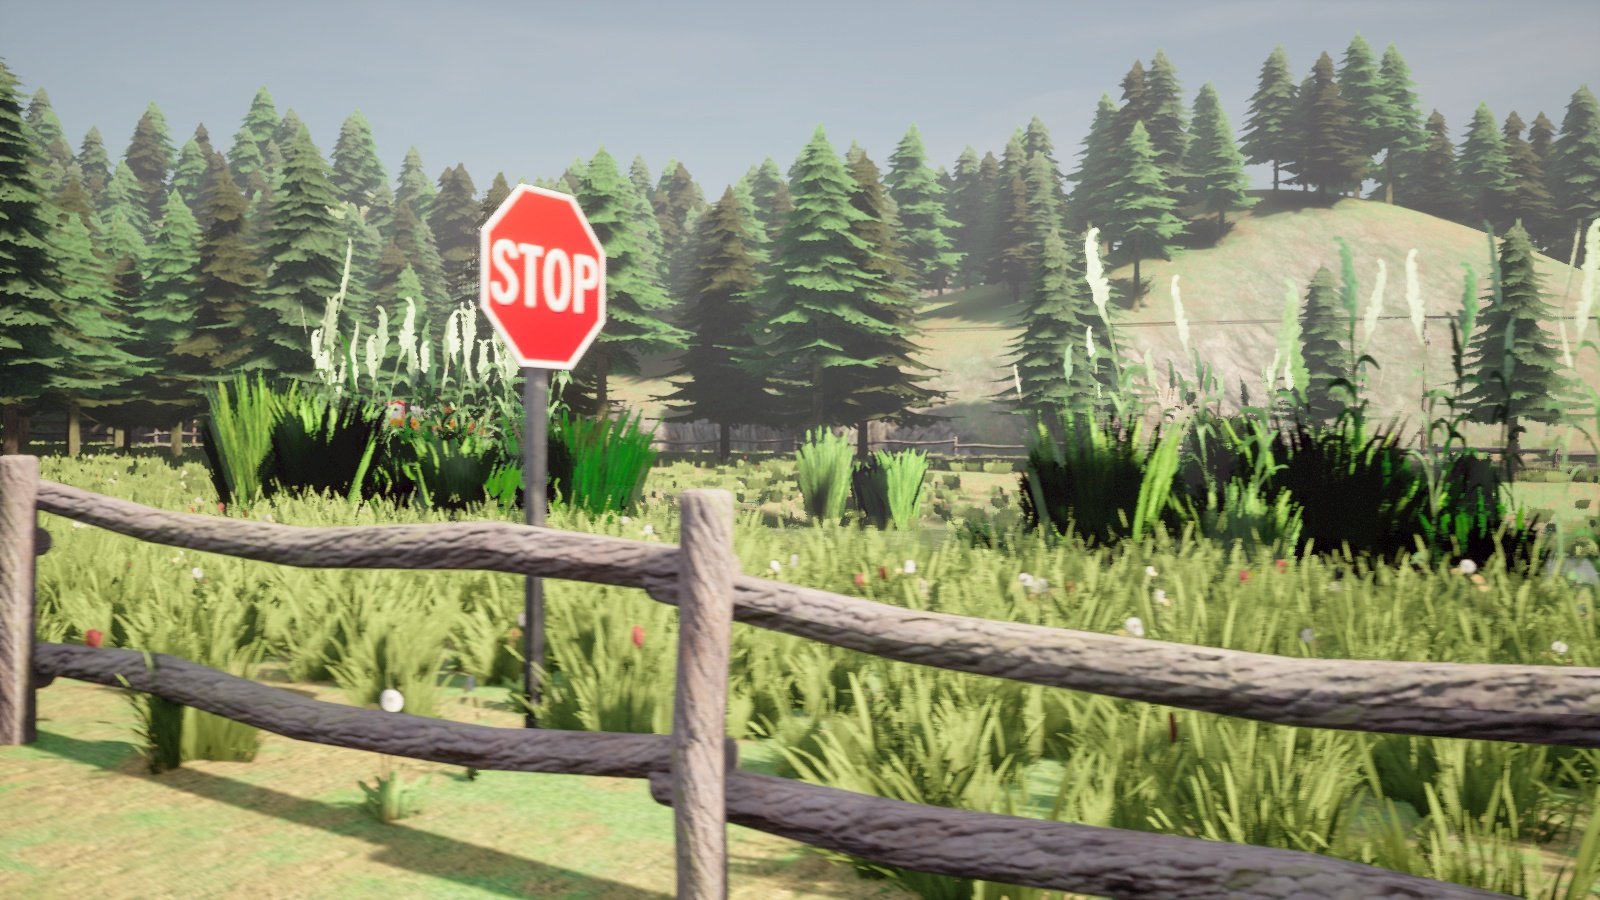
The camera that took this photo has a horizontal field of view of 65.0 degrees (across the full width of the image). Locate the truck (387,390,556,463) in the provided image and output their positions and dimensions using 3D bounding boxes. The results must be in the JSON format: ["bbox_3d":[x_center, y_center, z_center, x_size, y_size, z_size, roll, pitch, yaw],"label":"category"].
[{"bbox_3d":[-18.002,-1.267,69.041,8.468,3.827,2.891,0,1,9],"label":"truck"}]
